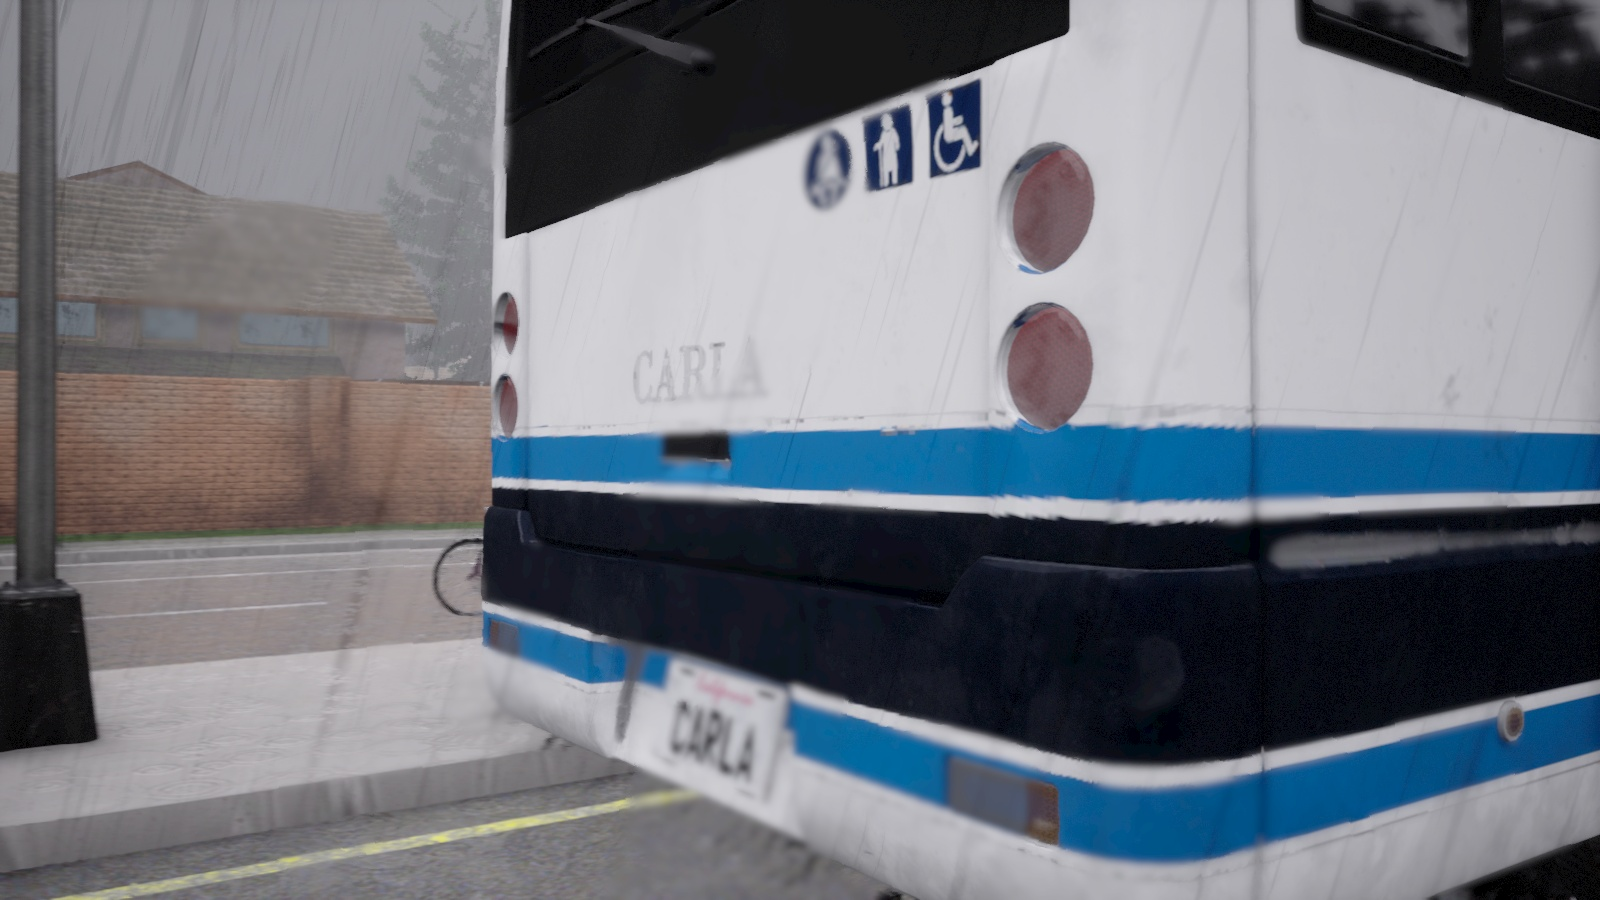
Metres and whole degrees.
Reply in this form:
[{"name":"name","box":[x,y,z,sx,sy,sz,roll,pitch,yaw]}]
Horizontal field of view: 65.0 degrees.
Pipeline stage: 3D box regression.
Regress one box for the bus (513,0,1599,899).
[{"name":"bus","box":[4.149,-0.624,6.552,10.273,4.253,3.944,0,0,-35]}]

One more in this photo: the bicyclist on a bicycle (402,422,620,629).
[{"name":"bicyclist on a bicycle","box":[-2.642,0.649,11.567,1.843,1.776,0.659,0,0,-35]}]
